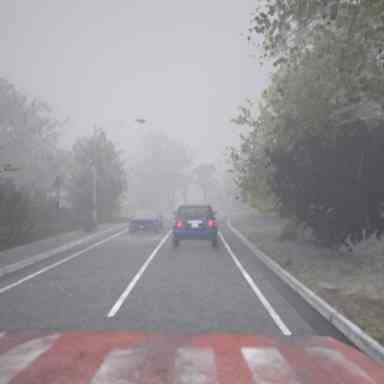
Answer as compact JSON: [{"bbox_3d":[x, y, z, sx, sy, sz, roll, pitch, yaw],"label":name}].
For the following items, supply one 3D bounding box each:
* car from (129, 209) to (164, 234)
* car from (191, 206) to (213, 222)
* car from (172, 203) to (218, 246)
[{"bbox_3d":[-3.063,1.953,23.076,1.882,1.535,5.008,-1,-1,1],"label":"car"},{"bbox_3d":[1.072,2.189,33.596,1.837,1.490,4.892,-1,-2,6],"label":"car"},{"bbox_3d":[0.183,1.600,17.482,2.150,2.045,5.566,-1,0,1],"label":"car"}]
